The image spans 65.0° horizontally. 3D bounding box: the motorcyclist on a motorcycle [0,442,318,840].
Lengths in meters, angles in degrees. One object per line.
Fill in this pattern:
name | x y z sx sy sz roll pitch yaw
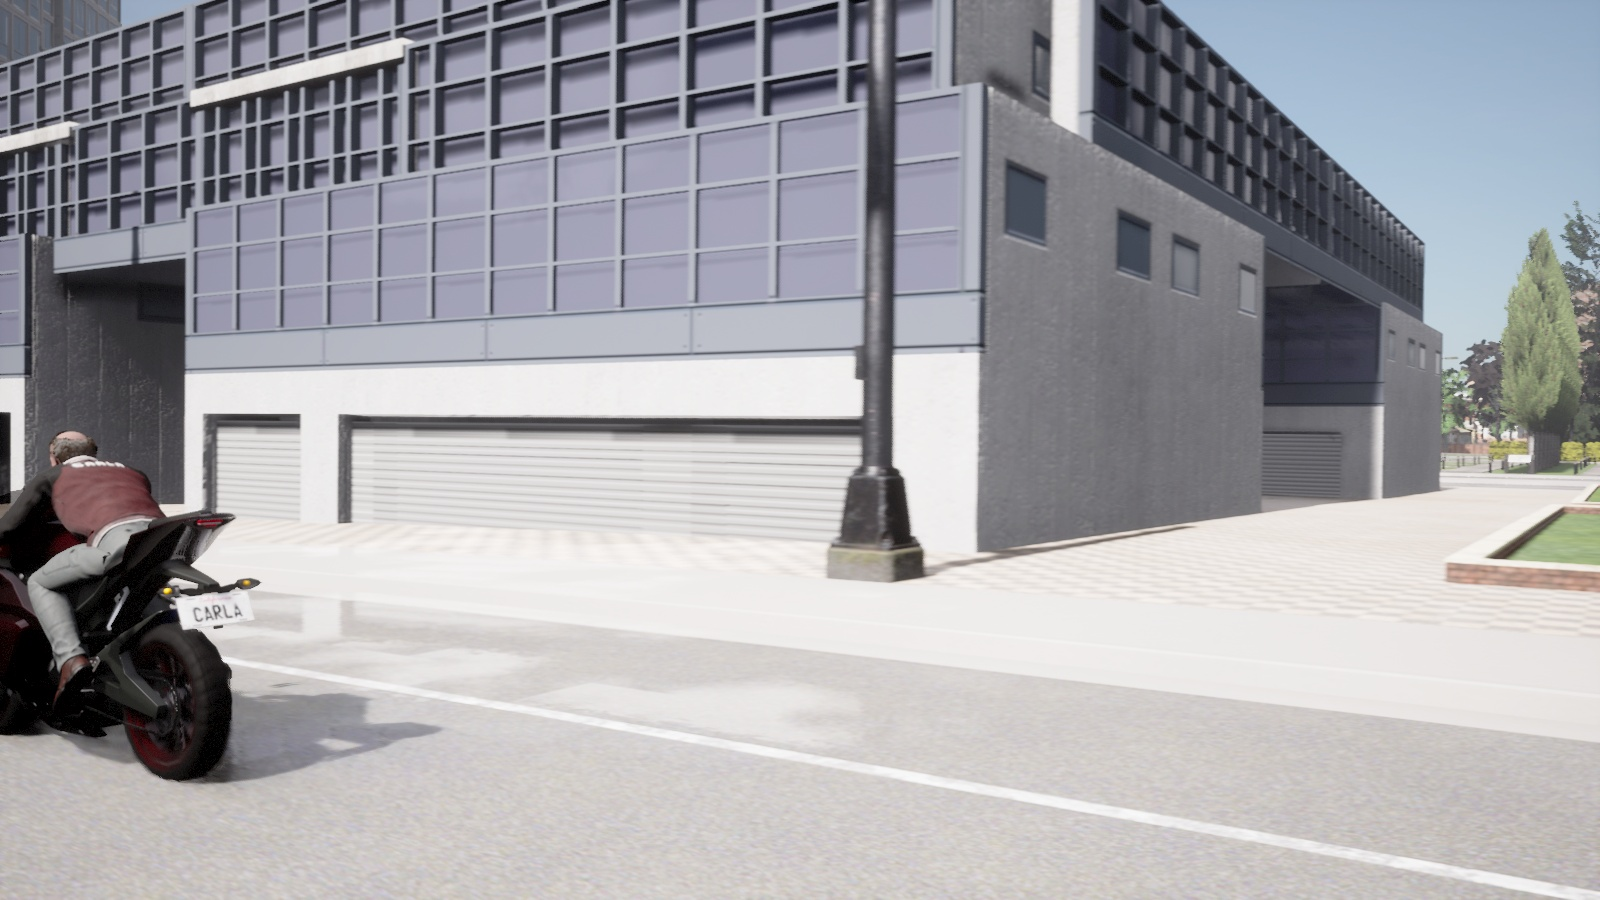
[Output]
motorcyclist on a motorcycle | -3.310 0.751 5.824 2.191 1.530 0.866 -1 0 34
